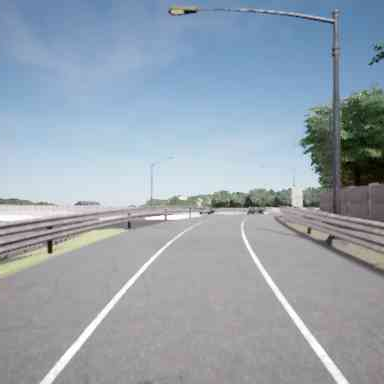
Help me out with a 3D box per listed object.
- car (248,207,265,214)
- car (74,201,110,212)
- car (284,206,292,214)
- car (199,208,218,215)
[{"bbox_3d":[14.332,4.063,73.598,2.097,1.767,4.553,-3,-4,41],"label":"car"},{"bbox_3d":[-14.831,2.413,49.907,5.566,2.045,2.150,2,-4,-30],"label":"car"},{"bbox_3d":[24.637,4.793,87.599,2.150,2.045,5.566,-2,-4,30],"label":"car"},{"bbox_3d":[2.778,3.522,62.309,4.674,1.442,1.812,3,-4,-40],"label":"car"}]
